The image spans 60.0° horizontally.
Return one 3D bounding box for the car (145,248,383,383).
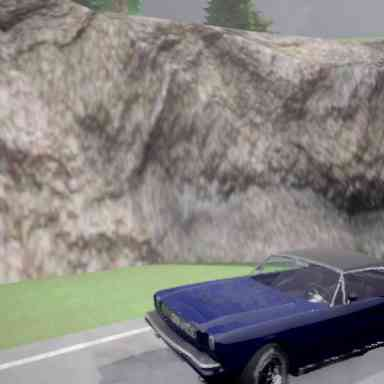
[{"bbox_3d":[1.756,1.616,5.002,4.718,1.301,1.895,0,0,-28],"label":"car"}]
